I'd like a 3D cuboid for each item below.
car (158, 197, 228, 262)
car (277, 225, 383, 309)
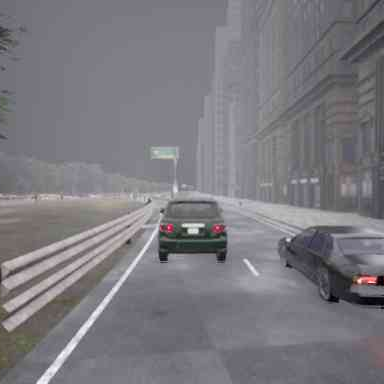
[{"bbox_3d":[-0.019,1.193,12.164,2.150,2.045,5.566,0,0,-1],"label":"car"},{"bbox_3d":[3.578,1.528,8.097,2.033,1.411,5.357,0,0,0],"label":"car"}]
